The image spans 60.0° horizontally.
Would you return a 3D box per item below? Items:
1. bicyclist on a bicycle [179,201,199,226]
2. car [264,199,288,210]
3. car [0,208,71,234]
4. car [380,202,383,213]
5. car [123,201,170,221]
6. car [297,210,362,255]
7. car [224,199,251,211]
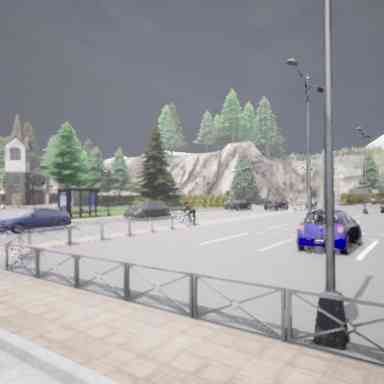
[{"bbox_3d":[-0.243,1.459,22.341,1.656,1.620,0.582,-1,-1,35],"label":"bicyclist on a bicycle"},{"bbox_3d":[11.575,1.694,45.668,2.128,1.511,4.902,-1,0,38],"label":"car"},{"bbox_3d":[-10.054,1.764,21.360,1.812,1.442,4.674,-1,0,35],"label":"car"},{"bbox_3d":[20.487,1.389,33.992,2.007,1.523,4.514,-1,0,35],"label":"car"},{"bbox_3d":[-4.018,1.592,29.992,2.097,1.767,4.553,-1,0,35],"label":"car"},{"bbox_3d":[5.374,1.422,12.794,1.845,1.501,3.633,-1,0,35],"label":"car"},{"bbox_3d":[6.148,1.719,44.422,1.882,1.535,5.008,-1,-1,35],"label":"car"}]
